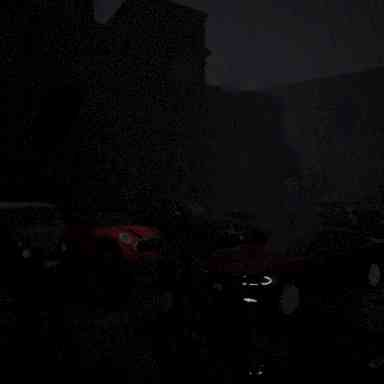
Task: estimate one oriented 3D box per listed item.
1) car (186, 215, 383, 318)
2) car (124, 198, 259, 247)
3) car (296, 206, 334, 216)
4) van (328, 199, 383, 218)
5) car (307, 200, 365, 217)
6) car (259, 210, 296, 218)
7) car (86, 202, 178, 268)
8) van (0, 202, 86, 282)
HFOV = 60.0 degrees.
[{"bbox_3d":[2.514,1.498,7.633,5.008,1.535,1.882,0,0,-36],"label":"car"},{"bbox_3d":[-0.544,1.271,13.161,5.566,2.045,2.435,-1,-1,34],"label":"car"},{"bbox_3d":[4.297,1.617,16.647,4.674,1.452,2.002,-1,-1,34],"label":"car"},{"bbox_3d":[9.255,1.431,20.089,4.442,1.987,1.878,-1,-2,34],"label":"van"},{"bbox_3d":[6.749,1.489,18.378,4.553,1.767,2.185,-1,-1,34],"label":"car"},{"bbox_3d":[1.836,1.576,14.921,4.792,1.488,2.163,-1,-1,34],"label":"car"},{"bbox_3d":[-3.032,1.378,11.445,4.553,1.767,2.185,-1,-1,35],"label":"car"},{"bbox_3d":[-5.344,1.267,9.620,4.442,1.987,1.878,-1,0,35],"label":"van"}]
